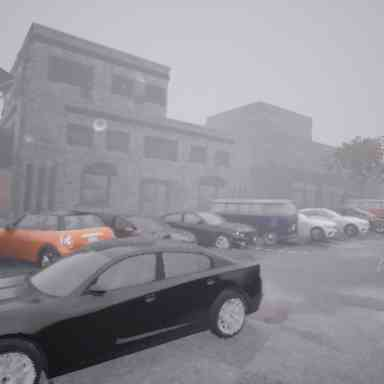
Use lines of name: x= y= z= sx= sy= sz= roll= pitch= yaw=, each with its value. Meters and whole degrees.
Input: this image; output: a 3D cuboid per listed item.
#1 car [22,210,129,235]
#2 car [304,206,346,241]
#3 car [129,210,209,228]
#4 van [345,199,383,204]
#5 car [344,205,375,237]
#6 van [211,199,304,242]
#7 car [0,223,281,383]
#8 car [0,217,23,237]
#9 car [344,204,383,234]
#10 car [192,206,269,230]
car: x=-4.468 y=1.352 z=10.369 sx=4.553 sy=1.767 sz=2.185 roll=-1 pitch=-1 yaw=35
car: x=5.079 y=1.609 z=17.184 sx=4.674 sy=1.452 sz=2.002 roll=-1 pitch=-1 yaw=35
car: x=-2.072 y=1.522 z=12.076 sx=4.792 sy=1.488 sz=2.163 roll=-1 pitch=-1 yaw=35
van: x=12.172 y=1.487 z=22.321 sx=4.442 sy=1.987 sz=1.878 roll=0 pitch=-2 yaw=35
car: x=7.478 y=1.646 z=18.880 sx=4.674 sy=1.452 sz=2.002 roll=-1 pitch=-2 yaw=35
van: x=2.590 y=1.313 z=15.553 sx=4.442 sy=1.987 sz=1.878 roll=-1 pitch=-1 yaw=35
car: x=-1.102 y=1.482 z=5.041 sx=5.008 sy=1.535 sz=1.882 roll=0 pitch=0 yaw=-35
car: x=-6.876 y=1.473 z=8.682 sx=4.892 sy=1.521 sz=2.231 roll=-1 pitch=-1 yaw=35
car: x=9.894 y=1.680 z=20.546 sx=4.792 sy=1.488 sz=2.163 roll=-1 pitch=-2 yaw=35
car: x=0.288 y=1.511 z=13.793 sx=5.008 sy=1.535 sz=2.097 roll=-1 pitch=-1 yaw=35
